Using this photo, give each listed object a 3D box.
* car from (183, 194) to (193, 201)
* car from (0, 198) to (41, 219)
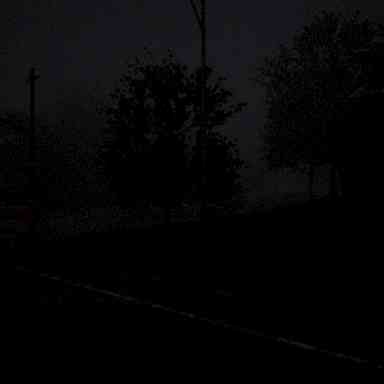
[{"bbox_3d":[-0.136,0.846,47.998,2.128,1.511,4.902,0,3,38],"label":"car"},{"bbox_3d":[-15.578,1.353,28.543,2.097,1.767,4.553,0,0,38],"label":"car"}]
